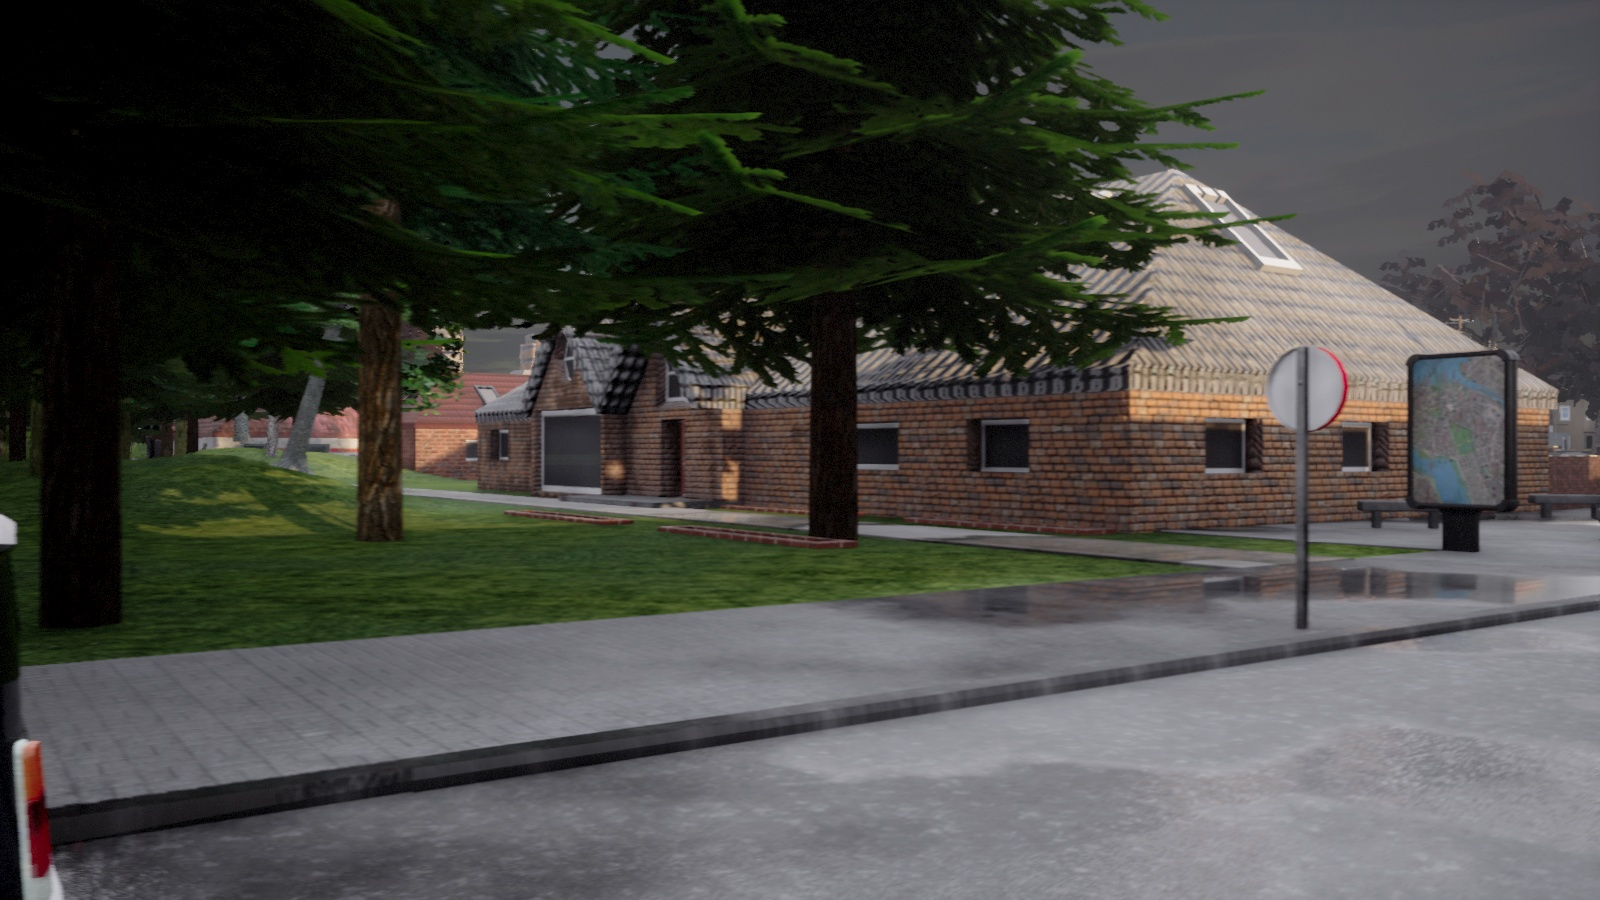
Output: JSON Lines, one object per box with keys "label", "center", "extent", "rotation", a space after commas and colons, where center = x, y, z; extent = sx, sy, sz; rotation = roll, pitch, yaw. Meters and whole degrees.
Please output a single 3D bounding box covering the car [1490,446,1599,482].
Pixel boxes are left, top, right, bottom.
{"label": "car", "center": [36.693, 0.662, 61.496], "extent": [2.242, 1.667, 4.611], "rotation": [0, 0, -37]}
